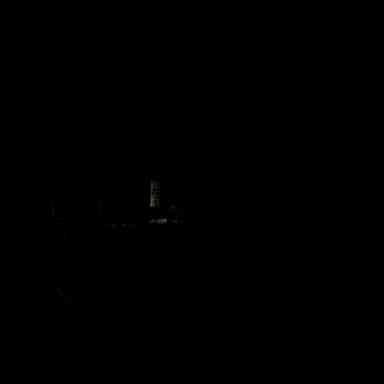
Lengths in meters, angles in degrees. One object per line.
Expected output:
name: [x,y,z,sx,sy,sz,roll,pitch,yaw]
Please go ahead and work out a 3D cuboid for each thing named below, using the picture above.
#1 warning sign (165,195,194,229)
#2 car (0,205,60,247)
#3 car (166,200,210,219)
warning sign: [-0.741,1.140,19.581,1.300,1.860,1.060,1,1,35]
car: [-7.419,1.310,13.395,2.097,1.767,4.553,1,1,14]
car: [-0.294,1.464,29.445,2.128,1.511,4.902,1,0,35]
